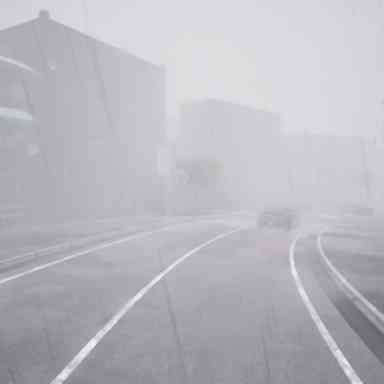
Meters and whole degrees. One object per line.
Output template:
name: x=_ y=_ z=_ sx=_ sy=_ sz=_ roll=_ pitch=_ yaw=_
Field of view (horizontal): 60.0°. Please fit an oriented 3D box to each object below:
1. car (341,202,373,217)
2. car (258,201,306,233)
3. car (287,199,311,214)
car: x=18.162 y=1.857 z=36.464 sx=4.902 sy=1.511 sz=2.128 roll=1 pitch=3 yaw=-41
car: x=5.465 y=1.572 z=20.663 sx=2.128 sy=1.511 sz=4.902 roll=3 pitch=1 yaw=26
car: x=10.524 y=1.498 z=34.299 sx=1.882 sy=1.535 sz=5.008 roll=5 pitch=2 yaw=44
